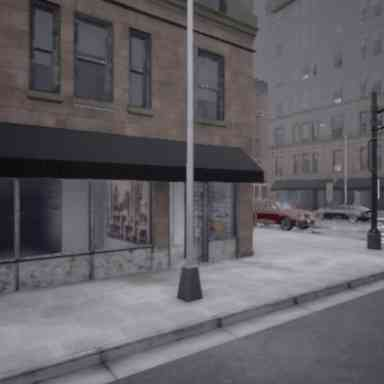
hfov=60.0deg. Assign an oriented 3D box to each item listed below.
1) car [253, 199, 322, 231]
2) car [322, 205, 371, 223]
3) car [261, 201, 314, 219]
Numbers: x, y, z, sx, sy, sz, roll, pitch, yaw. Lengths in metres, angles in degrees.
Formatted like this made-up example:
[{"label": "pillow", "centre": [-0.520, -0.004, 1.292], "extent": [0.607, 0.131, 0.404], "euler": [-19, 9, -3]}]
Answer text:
[{"label": "car", "centre": [5.390, 1.404, 21.553], "extent": [2.192, 1.841, 5.009], "euler": [0, 0, -35]}, {"label": "car", "centre": [11.926, 1.658, 26.208], "extent": [1.947, 1.339, 4.313], "euler": [0, 0, -35]}, {"label": "car", "centre": [8.730, 1.633, 30.697], "extent": [1.887, 1.381, 4.507], "euler": [0, 0, -35]}]
